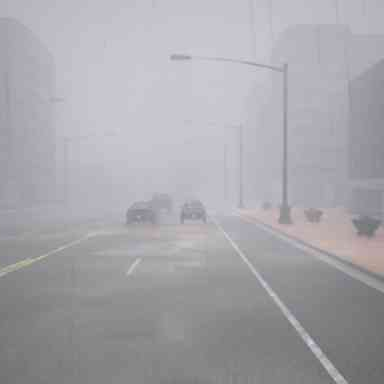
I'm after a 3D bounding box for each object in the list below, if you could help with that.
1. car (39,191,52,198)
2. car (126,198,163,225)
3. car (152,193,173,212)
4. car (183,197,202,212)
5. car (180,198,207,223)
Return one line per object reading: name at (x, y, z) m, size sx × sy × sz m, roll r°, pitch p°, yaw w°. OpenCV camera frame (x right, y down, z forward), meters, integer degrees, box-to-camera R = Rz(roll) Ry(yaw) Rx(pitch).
car at (-29.452, 0.458, 66.303) m, size 1.970 × 1.475 × 3.806 m, roll 0°, pitch 2°, yaw 0°
car at (-3.413, 1.439, 23.861) m, size 1.882 × 1.535 × 5.008 m, roll 0°, pitch 0°, yaw 0°
car at (-3.406, 1.158, 38.020) m, size 2.150 × 2.045 × 5.566 m, roll 0°, pitch 1°, yaw 0°
car at (0.098, 1.417, 39.402) m, size 2.128 × 1.511 × 4.902 m, roll 0°, pitch 0°, yaw 0°
car at (0.092, 1.450, 24.912) m, size 2.128 × 1.511 × 4.902 m, roll 0°, pitch 0°, yaw 0°
